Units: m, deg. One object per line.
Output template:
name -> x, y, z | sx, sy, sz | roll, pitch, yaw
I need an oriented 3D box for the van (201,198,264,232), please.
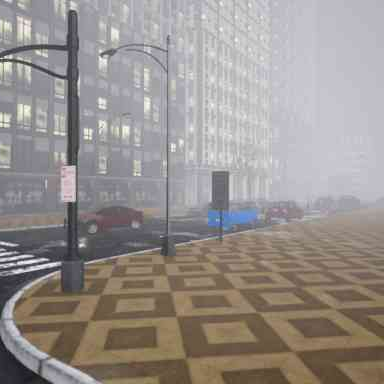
van -> 2.576, 1.367, 20.278 | 1.690, 1.788, 3.998 | 0, 0, 38

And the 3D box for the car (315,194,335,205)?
car -> 25.025, 1.379, 62.591 | 2.192, 1.841, 5.009 | 0, 0, 38

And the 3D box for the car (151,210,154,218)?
car -> -4.816, 1.539, 23.987 | 1.752, 1.417, 4.829 | 0, 0, 38

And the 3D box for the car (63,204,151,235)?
car -> -5.020, 1.492, 19.458 | 1.882, 1.535, 5.008 | 0, 0, 38

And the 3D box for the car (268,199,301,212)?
car -> 11.392, 1.583, 40.753 | 2.033, 1.411, 5.357 | 0, 0, 38

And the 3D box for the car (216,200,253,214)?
car -> 4.678, 1.569, 36.125 | 1.887, 1.381, 4.507 | 0, 0, 38

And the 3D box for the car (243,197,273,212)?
car -> 8.069, 1.470, 40.536 | 1.967, 1.590, 4.097 | 0, 0, 38

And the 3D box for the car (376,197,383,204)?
car -> 38.053, 1.658, 66.608 | 1.947, 1.339, 4.313 | 0, 0, 38

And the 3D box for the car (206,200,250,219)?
car -> 3.406, 1.550, 30.413 | 1.812, 1.442, 4.674 | 0, 0, 38

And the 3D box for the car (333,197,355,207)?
car -> 23.956, 1.551, 52.312 | 2.128, 1.511, 4.902 | 0, 0, 37

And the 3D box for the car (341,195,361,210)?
car -> 21.098, 1.368, 44.554 | 2.192, 1.841, 5.009 | 0, 0, 38

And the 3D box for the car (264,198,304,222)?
car -> 7.534, 1.472, 26.910 | 1.967, 1.590, 4.097 | 0, 0, 38

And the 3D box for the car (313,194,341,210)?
car -> 17.907, 1.399, 44.449 | 2.097, 1.767, 4.553 | 0, 0, 38

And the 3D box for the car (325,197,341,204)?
car -> 28.416, 1.623, 67.001 | 2.008, 1.369, 4.403 | 0, 0, 38

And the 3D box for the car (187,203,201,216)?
car -> 1.287, 1.602, 31.714 | 1.802, 1.307, 4.206 | 0, 0, 38
